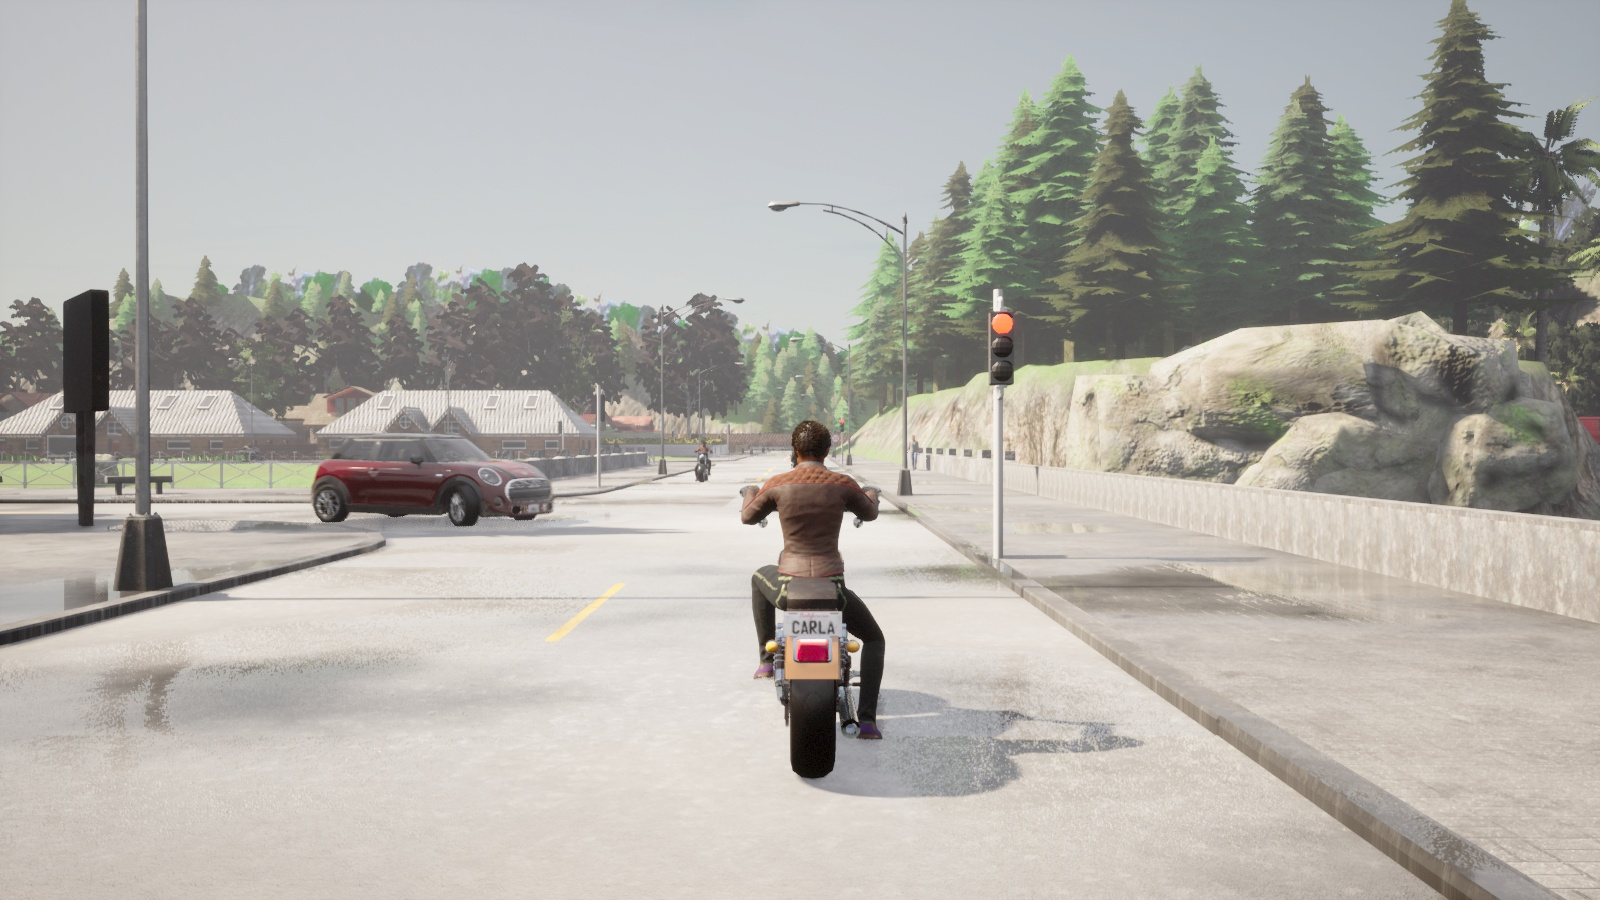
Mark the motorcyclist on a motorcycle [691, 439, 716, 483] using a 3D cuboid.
[{"bbox_3d":[-3.716,0.420,48.349,0.766,1.649,2.350,0,0,0],"label":"motorcyclist on a motorcycle"}]

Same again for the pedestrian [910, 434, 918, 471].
[{"bbox_3d":[5.612,0.111,61.726,0.354,1.836,0.706,0,0,4],"label":"pedestrian"}]

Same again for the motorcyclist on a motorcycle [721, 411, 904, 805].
[{"bbox_3d":[0.055,0.660,6.438,0.766,1.649,2.350,0,0,0],"label":"motorcyclist on a motorcycle"}]

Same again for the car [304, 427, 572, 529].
[{"bbox_3d":[-6.792,0.465,23.575,4.553,1.767,2.097,0,0,24],"label":"car"}]

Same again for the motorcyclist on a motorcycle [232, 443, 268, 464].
[{"bbox_3d":[-39.791,0.234,90.852,2.191,1.530,0.866,0,0,0],"label":"motorcyclist on a motorcycle"}]

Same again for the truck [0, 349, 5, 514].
[{"bbox_3d":[-20.779,-0.395,25.098,7.936,3.462,2.891,0,0,0],"label":"truck"}]
